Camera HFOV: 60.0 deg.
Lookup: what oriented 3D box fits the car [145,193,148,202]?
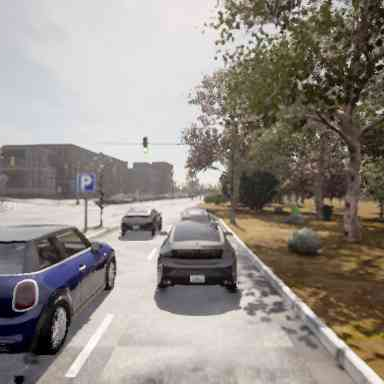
[{"bbox_3d":[-12.697,1.564,74.004,4.674,1.452,2.002,-1,0,-13],"label":"car"}]

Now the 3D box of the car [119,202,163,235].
[{"bbox_3d":[-2.793,1.576,19.214,2.128,1.511,4.902,0,0,1],"label":"car"}]

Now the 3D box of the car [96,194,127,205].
[{"bbox_3d":[-14.490,1.521,59.053,4.792,1.488,2.163,-1,0,-15],"label":"car"}]

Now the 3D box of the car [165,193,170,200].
[{"bbox_3d":[-9.689,1.576,94.936,5.008,1.535,2.097,-1,0,-11],"label":"car"}]

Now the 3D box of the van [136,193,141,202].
[{"bbox_3d":[-13.293,1.281,68.038,4.442,1.987,1.878,-1,-1,-14],"label":"van"}]

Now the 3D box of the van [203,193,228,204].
[{"bbox_3d":[4.236,1.212,61.662,4.442,1.987,1.878,1,0,-14],"label":"van"}]

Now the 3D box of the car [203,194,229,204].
[{"bbox_3d":[4.617,1.320,64.632,4.553,1.767,2.185,1,0,-14],"label":"car"}]

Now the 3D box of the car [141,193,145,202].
[{"bbox_3d":[-13.067,1.517,71.009,4.892,1.521,2.231,-1,-1,-14],"label":"car"}]

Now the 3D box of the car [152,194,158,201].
[{"bbox_3d":[-11.517,1.587,82.989,4.674,1.452,2.002,-1,0,-12],"label":"car"}]

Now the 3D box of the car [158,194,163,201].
[{"bbox_3d":[-11.069,1.303,85.996,5.566,2.045,2.435,-1,-1,-12],"label":"car"}]

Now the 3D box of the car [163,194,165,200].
[{"bbox_3d":[-10.649,1.562,88.975,5.008,1.535,2.097,-1,-1,-12],"label":"car"}]

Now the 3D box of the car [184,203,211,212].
[{"bbox_3d":[0.205,1.637,20.563,2.033,1.411,5.357,0,0,0],"label":"car"}]

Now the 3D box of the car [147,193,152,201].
[{"bbox_3d":[-12.327,1.572,77.006,4.674,1.452,2.002,-1,-1,-13],"label":"car"}]

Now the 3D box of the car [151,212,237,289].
[{"bbox_3d":[0.119,1.546,9.278,1.837,1.490,4.892,0,0,0],"label":"car"}]

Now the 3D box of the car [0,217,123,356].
[{"bbox_3d":[-2.893,1.382,6.283,2.097,1.767,4.553,0,0,0],"label":"car"}]

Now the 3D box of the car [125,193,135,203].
[{"bbox_3d":[-13.847,1.486,62.045,5.366,1.575,1.946,-1,-1,-15],"label":"car"}]
